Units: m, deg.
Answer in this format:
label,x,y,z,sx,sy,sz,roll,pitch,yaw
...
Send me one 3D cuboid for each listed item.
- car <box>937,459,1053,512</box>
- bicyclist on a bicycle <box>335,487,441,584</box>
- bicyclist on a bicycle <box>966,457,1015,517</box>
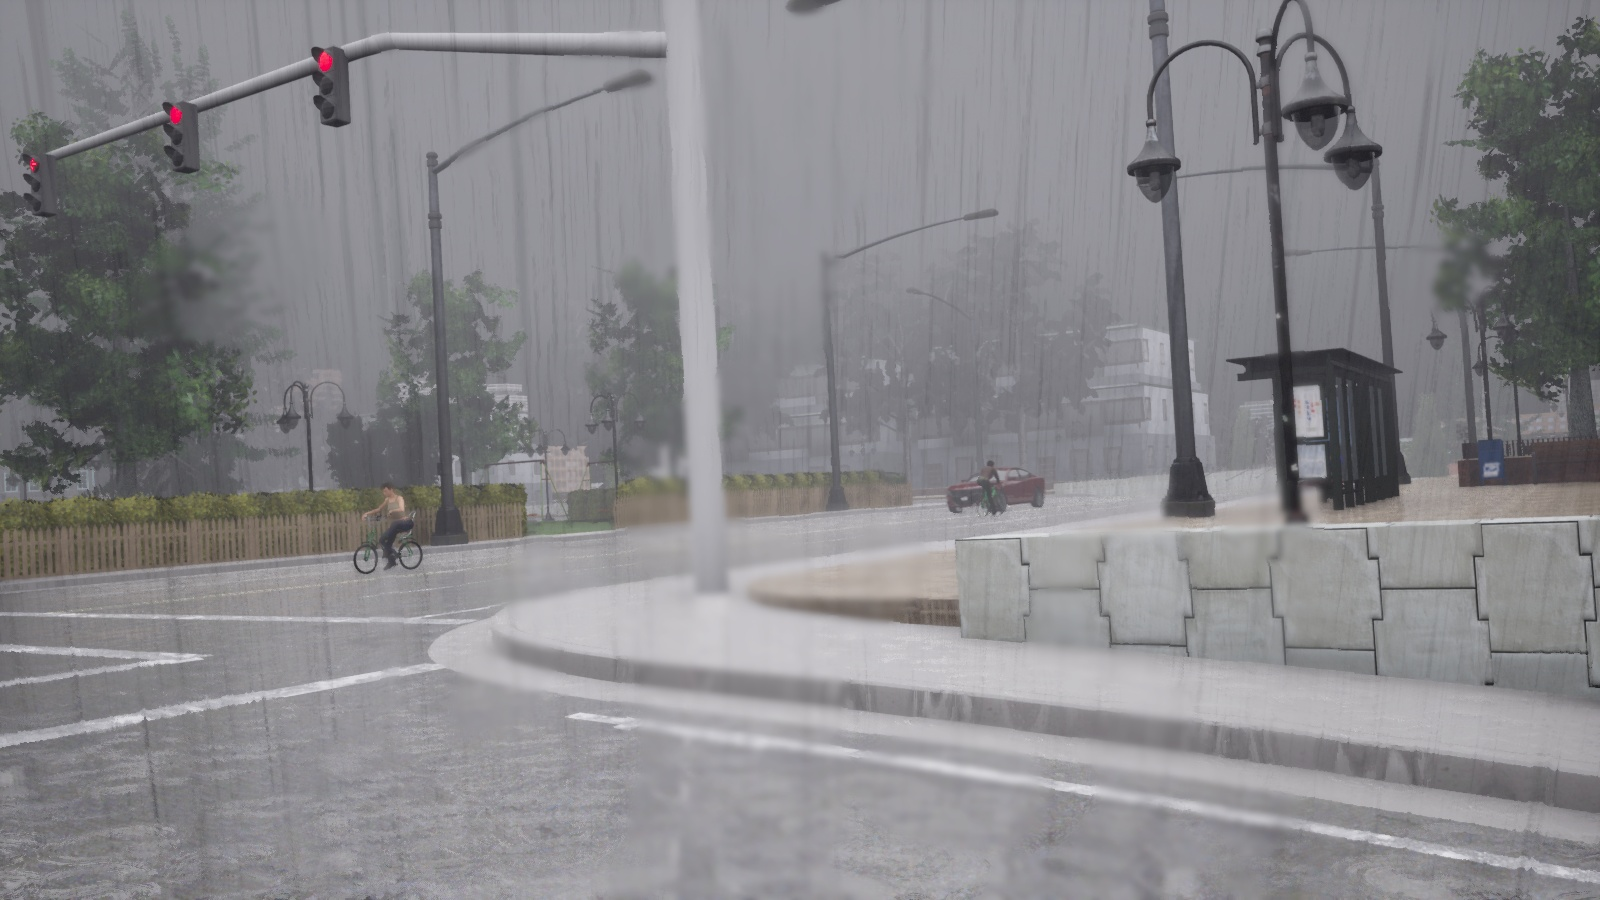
label,x,y,z,sx,sy,sz,roll,pitch,yaw
car,6.832,1.213,43.577,1.882,1.535,5.008,-5,-2,34
bicyclist on a bicycle,-7.435,1.536,22.723,0.866,1.612,1.509,-5,-2,35
bicyclist on a bicycle,5.355,1.026,35.243,0.582,1.620,1.656,-5,-3,34
